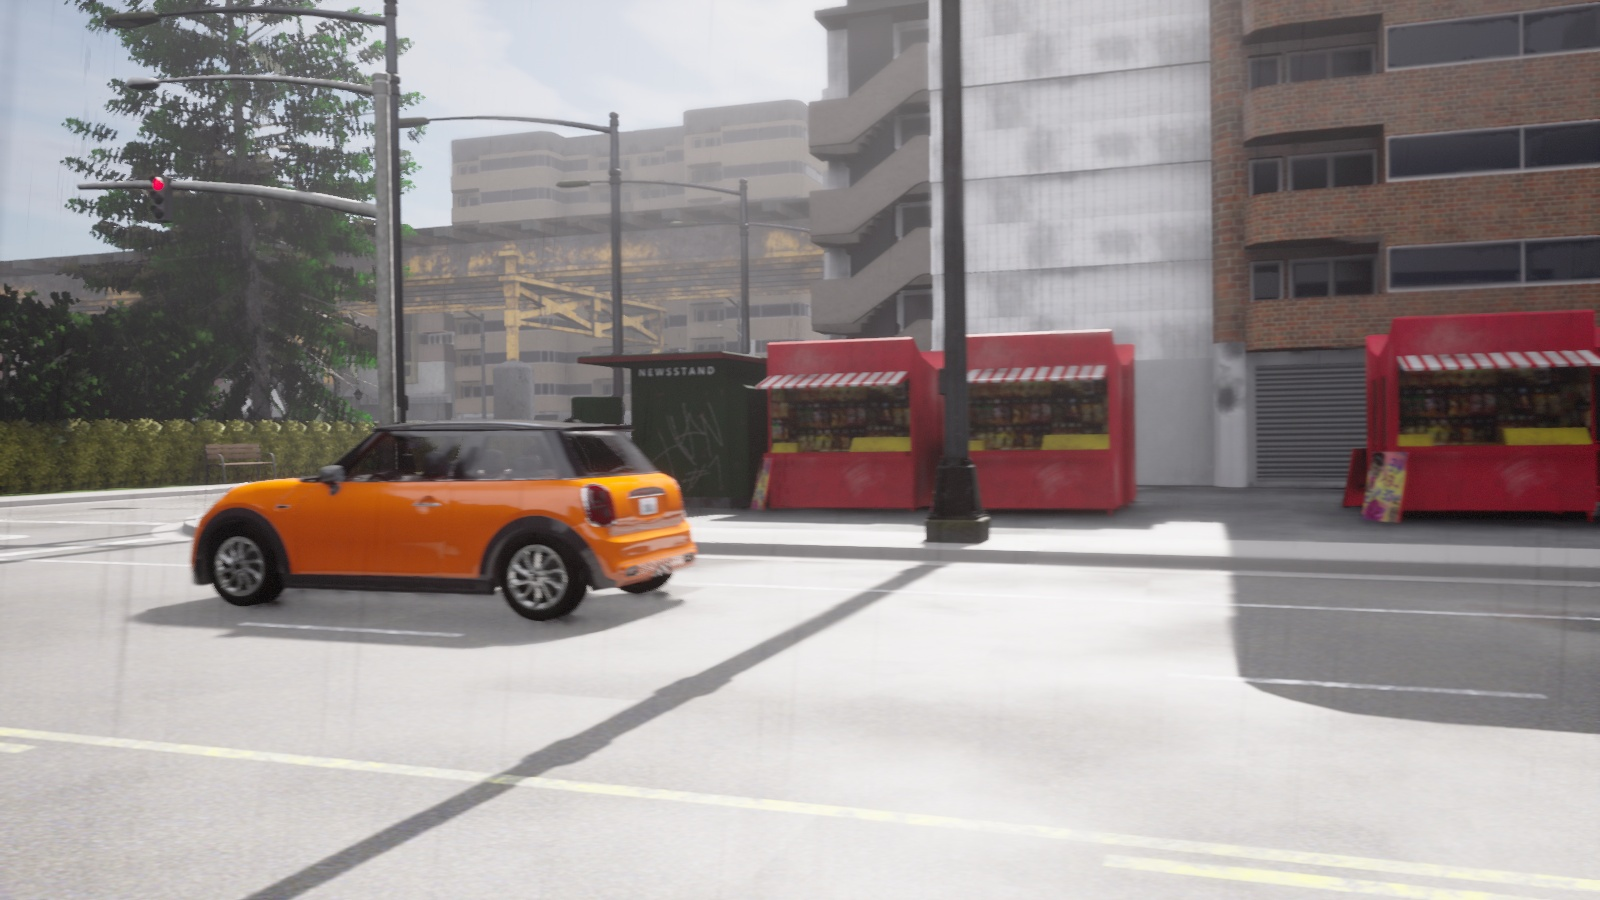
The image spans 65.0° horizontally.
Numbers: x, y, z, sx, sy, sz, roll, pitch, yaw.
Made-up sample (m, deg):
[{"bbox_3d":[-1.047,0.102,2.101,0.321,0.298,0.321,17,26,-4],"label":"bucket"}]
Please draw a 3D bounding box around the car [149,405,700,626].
[{"bbox_3d":[-3.450,0.490,11.738,4.553,1.767,2.097,1,1,19],"label":"car"}]
